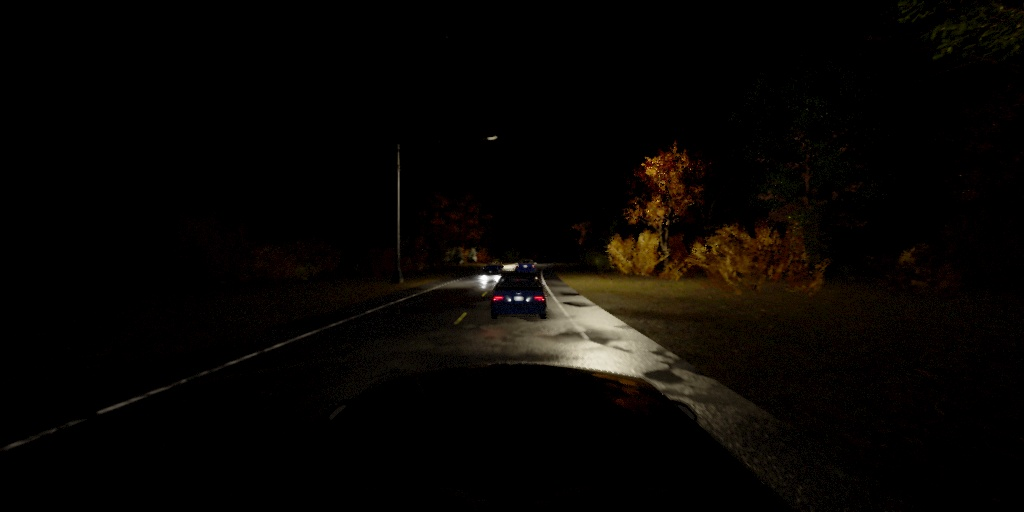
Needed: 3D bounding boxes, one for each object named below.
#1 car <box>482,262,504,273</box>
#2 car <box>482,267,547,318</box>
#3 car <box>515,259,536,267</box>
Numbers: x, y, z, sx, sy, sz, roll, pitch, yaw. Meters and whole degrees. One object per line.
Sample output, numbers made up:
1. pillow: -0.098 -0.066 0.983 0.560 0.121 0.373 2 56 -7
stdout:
1. car: -2.059 1.338 39.348 1.895 1.301 4.718 0 0 5
2. car: 0.258 1.297 13.017 2.033 1.411 5.357 0 0 1
3. car: 1.480 1.092 37.672 2.097 1.767 4.553 0 0 4
